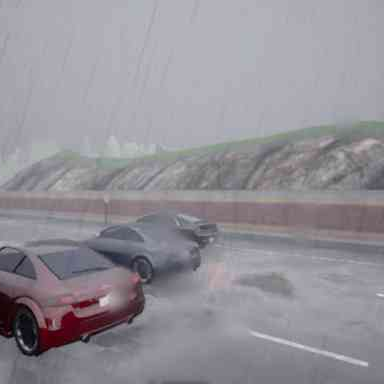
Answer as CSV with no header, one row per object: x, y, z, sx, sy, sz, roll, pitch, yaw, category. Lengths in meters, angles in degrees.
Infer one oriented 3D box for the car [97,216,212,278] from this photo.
-1.799,1.583,9.666,4.181,1.385,1.994,0,0,36,car

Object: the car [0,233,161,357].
-2.861,1.572,6.117,4.181,1.385,1.994,0,0,36,car

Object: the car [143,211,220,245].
-1.216,1.534,13.563,4.892,1.490,1.837,0,0,36,car
